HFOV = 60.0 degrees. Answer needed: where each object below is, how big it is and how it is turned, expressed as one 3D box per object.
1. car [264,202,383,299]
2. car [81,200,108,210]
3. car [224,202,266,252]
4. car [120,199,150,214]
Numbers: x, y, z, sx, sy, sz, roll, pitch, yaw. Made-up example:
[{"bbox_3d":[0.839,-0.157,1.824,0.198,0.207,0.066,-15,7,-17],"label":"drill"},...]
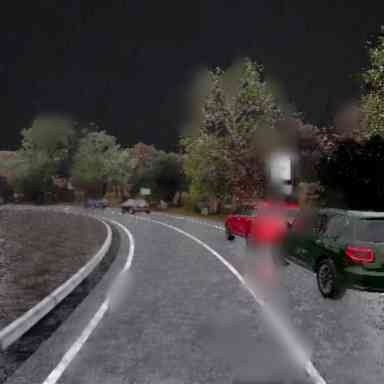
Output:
[{"bbox_3d":[4.008,1.468,9.287,2.150,2.045,5.566,2,0,-5],"label":"car"},{"bbox_3d":[-14.136,1.818,47.779,1.895,1.301,4.718,-2,1,-45],"label":"car"},{"bbox_3d":[3.188,1.473,15.505,2.150,2.045,5.566,2,0,-10],"label":"car"},{"bbox_3d":[-6.583,1.545,37.817,2.097,1.767,4.553,0,0,-33],"label":"car"}]
